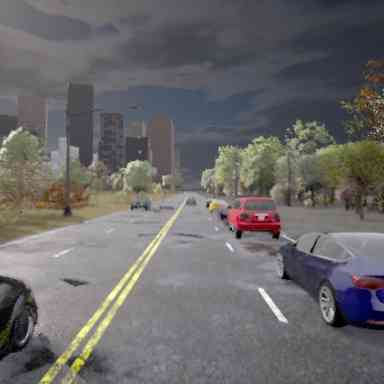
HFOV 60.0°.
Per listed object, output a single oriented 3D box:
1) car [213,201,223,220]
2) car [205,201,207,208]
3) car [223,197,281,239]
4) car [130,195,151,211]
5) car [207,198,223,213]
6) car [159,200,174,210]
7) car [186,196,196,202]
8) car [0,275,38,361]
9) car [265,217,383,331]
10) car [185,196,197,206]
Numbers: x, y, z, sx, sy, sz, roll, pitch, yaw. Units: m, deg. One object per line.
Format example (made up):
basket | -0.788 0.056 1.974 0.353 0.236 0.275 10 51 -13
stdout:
car | 3.175 1.717 29.095 1.895 1.301 4.718 0 0 0
car | 3.104 1.696 51.103 2.163 1.488 4.792 0 0 0
car | 3.206 1.300 18.105 2.150 2.045 5.566 0 0 0
car | -6.705 1.402 44.098 2.150 2.045 5.566 0 0 0
car | 3.138 1.636 40.070 1.882 1.535 5.008 0 0 0
car | -3.462 1.783 45.616 1.895 1.301 4.718 0 0 0
car | -0.234 1.626 79.148 2.128 1.511 4.902 0 0 0
car | -3.356 1.583 3.421 1.994 1.385 4.181 0 0 0
car | 3.242 1.535 7.089 2.163 1.488 4.792 0 0 0
car | -0.179 1.712 61.641 2.128 1.511 4.902 0 0 0
